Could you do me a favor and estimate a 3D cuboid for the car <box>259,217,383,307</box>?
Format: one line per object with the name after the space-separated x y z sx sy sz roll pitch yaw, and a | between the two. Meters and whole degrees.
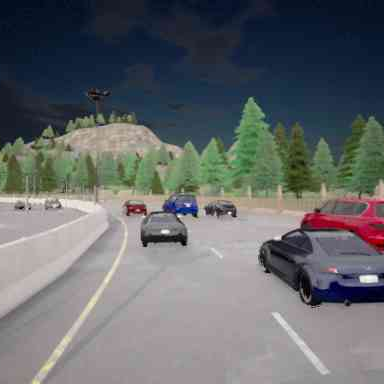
3.055 1.554 8.062 1.994 1.385 4.181 0 0 -5 | car

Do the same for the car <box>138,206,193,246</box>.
-1.383 1.571 15.422 1.994 1.385 4.181 0 0 -9 | car

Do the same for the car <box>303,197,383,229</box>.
6.147 1.201 12.548 2.150 2.045 5.566 0 0 -7 | car

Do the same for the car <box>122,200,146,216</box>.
-5.724 1.504 32.653 1.882 1.535 5.008 0 0 -19 | car

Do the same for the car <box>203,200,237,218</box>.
2.451 1.500 30.016 1.837 1.490 4.892 0 0 -16 | car

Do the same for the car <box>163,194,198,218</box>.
-1.110 1.230 29.871 2.150 2.045 5.566 0 0 -17 | car
